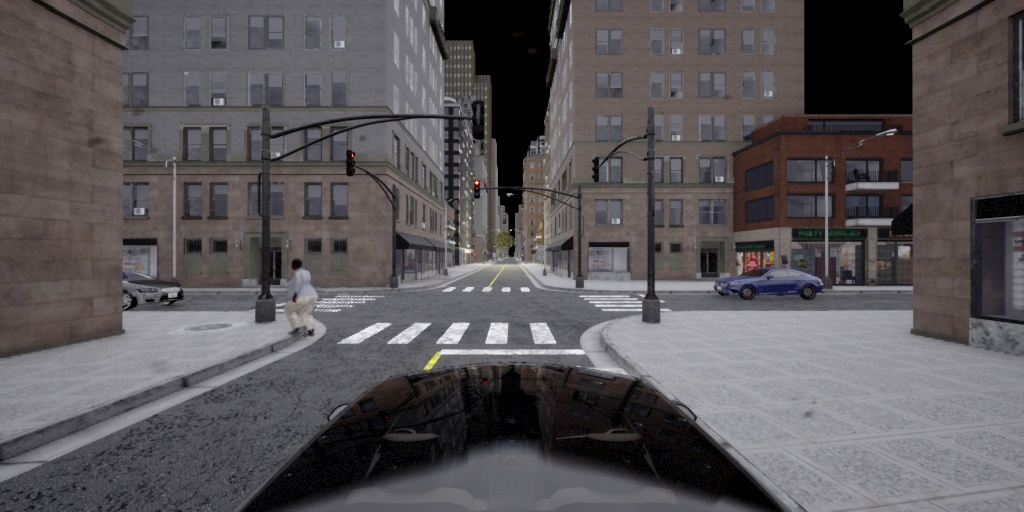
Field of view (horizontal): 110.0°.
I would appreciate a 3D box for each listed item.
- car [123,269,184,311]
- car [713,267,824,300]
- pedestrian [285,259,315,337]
[{"bbox_3d":[-15.569,1.253,13.866,4.902,1.511,2.128,0,0,0],"label":"car"},{"bbox_3d":[12.137,1.262,17.065,4.674,1.442,1.812,0,0,-2],"label":"car"},{"bbox_3d":[-4.925,0.944,8.312,0.375,1.860,0.375,0,0,0],"label":"pedestrian"}]
